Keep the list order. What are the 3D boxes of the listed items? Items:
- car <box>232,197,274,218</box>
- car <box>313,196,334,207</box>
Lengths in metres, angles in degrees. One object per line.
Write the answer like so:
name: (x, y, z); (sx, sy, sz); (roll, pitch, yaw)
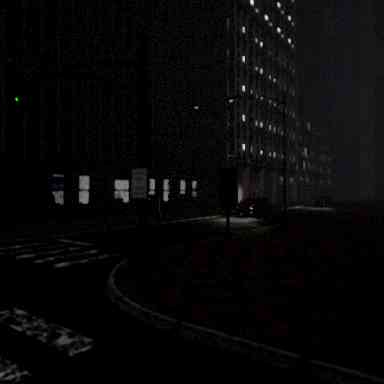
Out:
car: (5.374, 1.235, 29.018); (2.097, 1.767, 4.553); (0, 0, 37)
car: (18.319, 1.294, 46.243); (1.882, 1.535, 5.008); (0, 0, 37)
